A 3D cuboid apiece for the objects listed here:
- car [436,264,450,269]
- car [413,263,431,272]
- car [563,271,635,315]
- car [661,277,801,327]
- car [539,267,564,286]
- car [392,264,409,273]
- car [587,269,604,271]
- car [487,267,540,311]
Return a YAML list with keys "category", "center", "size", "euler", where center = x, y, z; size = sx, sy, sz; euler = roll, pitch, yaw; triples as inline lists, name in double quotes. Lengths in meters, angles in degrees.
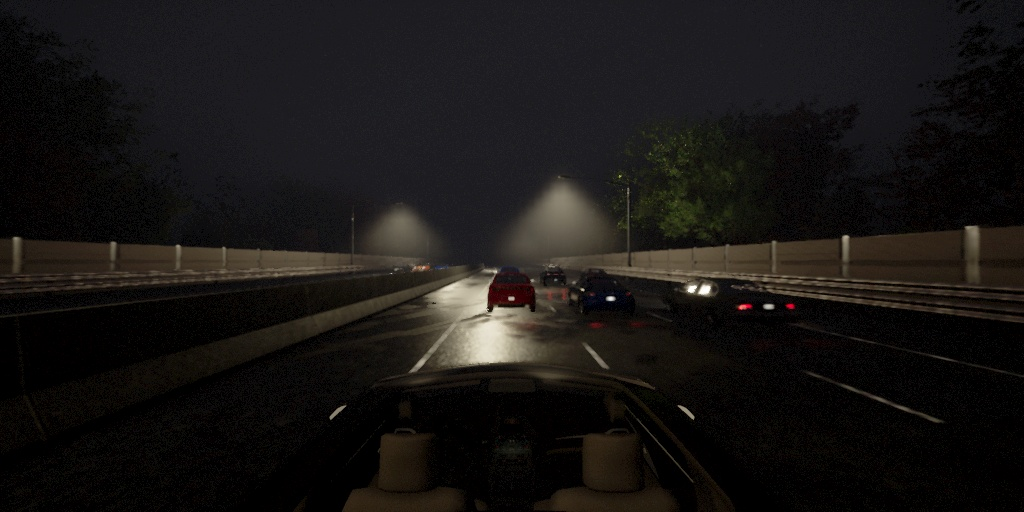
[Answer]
- category: "car"
  center: [-11.563, 2.071, 60.284]
  size: [1.882, 1.535, 5.008]
  euler: [0, -1, -1]
- category: "car"
  center: [-15.059, 1.941, 60.078]
  size: [2.097, 1.767, 4.553]
  euler: [0, -1, -1]
- category: "car"
  center: [3.484, 1.502, 14.665]
  size: [1.994, 1.385, 4.181]
  euler: [0, -1, 0]
- category: "car"
  center: [6.974, 1.434, 12.215]
  size: [2.033, 1.411, 5.357]
  euler: [0, 0, 1]
- category: "car"
  center: [3.298, 1.643, 29.468]
  size: [2.128, 1.511, 4.902]
  euler: [0, -1, 0]
- category: "car"
  center: [-18.560, 2.079, 59.860]
  size: [2.128, 1.511, 4.902]
  euler: [0, -1, -1]
- category: "car"
  center: [6.797, 1.720, 29.690]
  size: [1.994, 1.385, 4.181]
  euler: [0, -1, -1]
- category: "car"
  center: [-0.018, 1.428, 15.569]
  size: [1.882, 1.535, 5.008]
  euler: [0, 0, 0]
